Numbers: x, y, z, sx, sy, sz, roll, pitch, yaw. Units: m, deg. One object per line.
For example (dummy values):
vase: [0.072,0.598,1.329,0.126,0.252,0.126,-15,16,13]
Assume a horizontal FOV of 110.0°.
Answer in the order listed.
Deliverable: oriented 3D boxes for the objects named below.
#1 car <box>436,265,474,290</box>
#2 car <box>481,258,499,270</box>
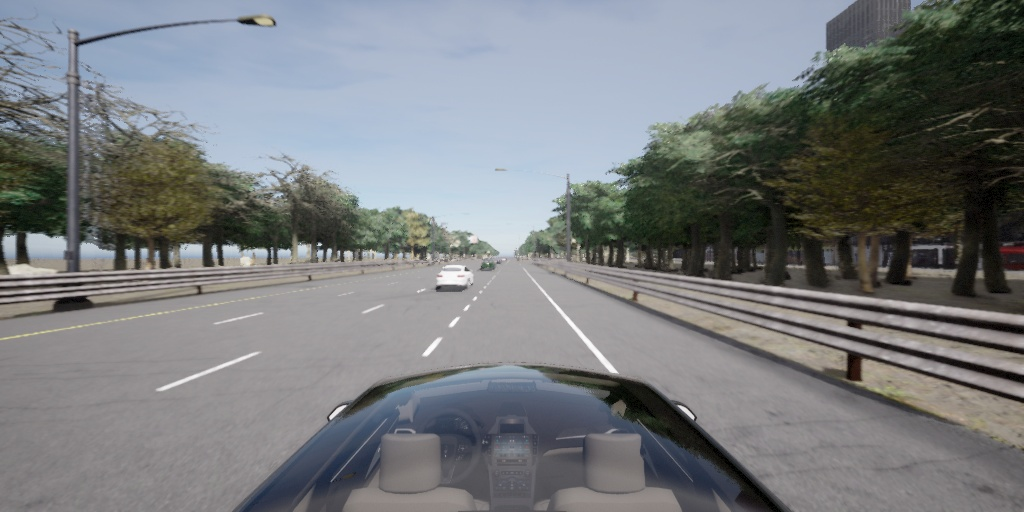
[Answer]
car: [-3.479,1.280,22.317,1.812,1.442,4.674,0,0,0]
car: [-3.397,1.110,52.639,2.097,1.767,4.553,0,0,0]
